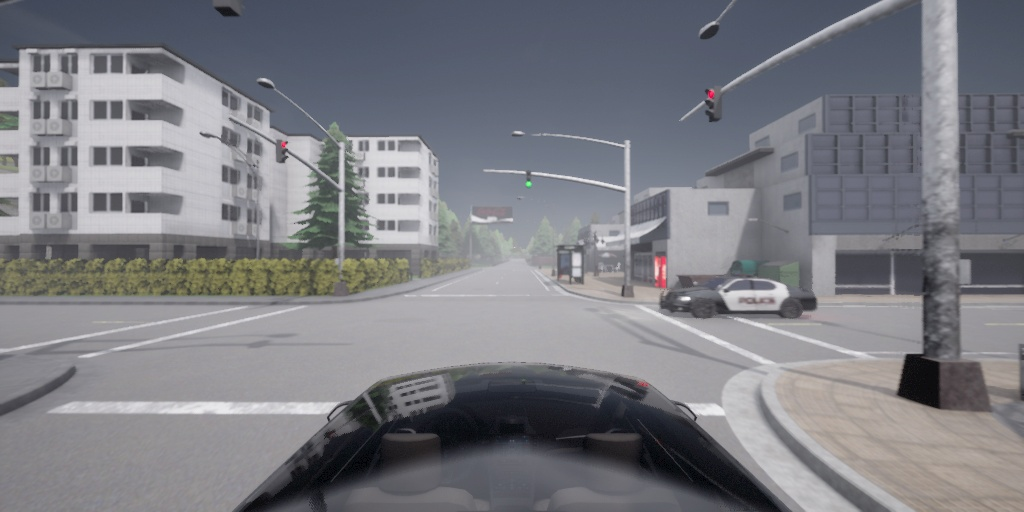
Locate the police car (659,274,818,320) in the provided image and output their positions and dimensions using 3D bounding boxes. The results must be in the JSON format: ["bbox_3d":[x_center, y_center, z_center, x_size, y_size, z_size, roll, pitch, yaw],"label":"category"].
[{"bbox_3d":[8.197,1.473,13.374,4.974,1.542,2.038,0,0,1],"label":"police car"}]
